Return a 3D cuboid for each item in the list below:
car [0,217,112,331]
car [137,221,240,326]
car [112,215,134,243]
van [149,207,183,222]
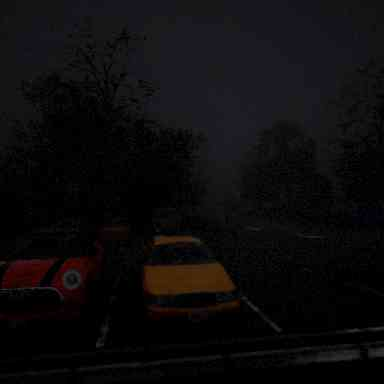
[{"bbox_3d":[-3.248,1.654,7.754,2.185,1.767,4.553,-1,-2,-9],"label":"car"},{"bbox_3d":[-0.332,1.743,8.009,1.946,1.575,5.366,-1,-2,-9],"label":"car"},{"bbox_3d":[-4.486,2.187,20.128,1.946,1.575,5.366,-1,-2,-9],"label":"car"},{"bbox_3d":[-1.684,1.929,20.288,1.878,1.987,4.442,-1,-2,-9],"label":"van"}]
